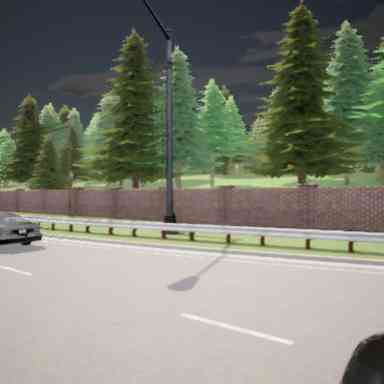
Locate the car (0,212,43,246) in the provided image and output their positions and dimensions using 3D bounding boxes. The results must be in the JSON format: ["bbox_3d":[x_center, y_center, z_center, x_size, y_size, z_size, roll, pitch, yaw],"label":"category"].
[{"bbox_3d":[-8.680,1.600,14.479,5.357,1.411,2.033,0,0,35],"label":"car"}]

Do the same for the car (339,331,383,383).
[{"bbox_3d":[3.005,1.558,1.848,4.181,1.385,1.994,0,0,35],"label":"car"}]
